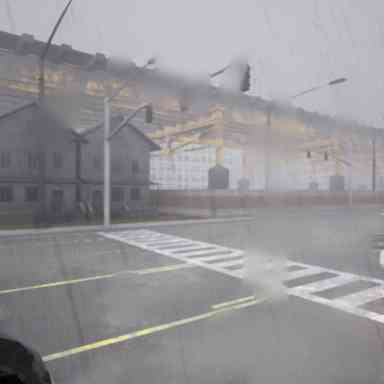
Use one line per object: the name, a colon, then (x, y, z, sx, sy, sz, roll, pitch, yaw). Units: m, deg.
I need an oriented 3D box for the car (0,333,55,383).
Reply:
car: (-3.194, 1.489, 1.467, 4.902, 1.511, 2.128, 0, 0, -36)

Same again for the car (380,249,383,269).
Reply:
car: (6.985, 1.622, 8.734, 4.718, 1.301, 1.895, 0, 0, -35)
